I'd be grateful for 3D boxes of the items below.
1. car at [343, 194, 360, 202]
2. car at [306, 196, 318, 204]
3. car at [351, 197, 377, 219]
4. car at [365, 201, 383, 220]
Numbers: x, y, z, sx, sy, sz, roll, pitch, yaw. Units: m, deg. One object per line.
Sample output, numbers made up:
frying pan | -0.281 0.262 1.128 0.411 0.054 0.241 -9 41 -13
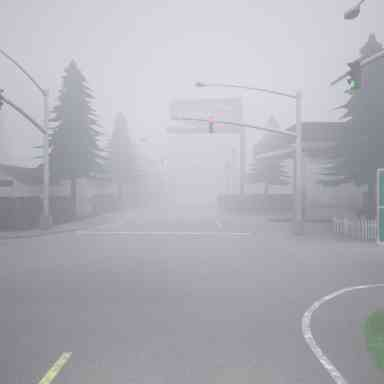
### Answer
car | 35.187 1.489 71.700 2.007 1.523 4.514 0 0 0
car | 22.753 1.552 63.957 1.970 1.475 3.806 0 0 0
car | 14.465 1.505 24.923 3.866 1.878 1.905 0 0 0
car | 18.814 1.672 30.576 4.611 1.667 2.242 0 0 0
